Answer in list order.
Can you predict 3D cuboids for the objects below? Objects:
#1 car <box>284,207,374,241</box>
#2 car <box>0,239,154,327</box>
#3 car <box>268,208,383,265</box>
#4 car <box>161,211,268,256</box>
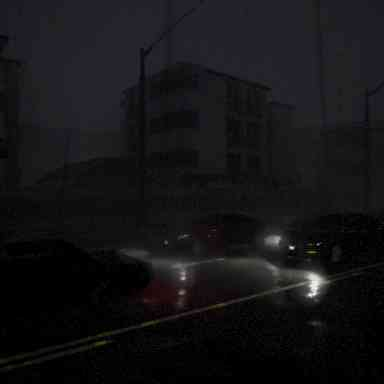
[{"bbox_3d":[7.009,1.547,16.949,4.181,1.385,1.994,0,0,-27],"label":"car"},{"bbox_3d":[-3.180,1.599,5.995,4.718,1.301,1.895,0,0,-35],"label":"car"},{"bbox_3d":[5.193,1.493,11.656,4.892,1.490,1.837,0,0,-31],"label":"car"},{"bbox_3d":[1.025,1.516,13.110,4.674,1.442,1.812,0,0,-34],"label":"car"}]
